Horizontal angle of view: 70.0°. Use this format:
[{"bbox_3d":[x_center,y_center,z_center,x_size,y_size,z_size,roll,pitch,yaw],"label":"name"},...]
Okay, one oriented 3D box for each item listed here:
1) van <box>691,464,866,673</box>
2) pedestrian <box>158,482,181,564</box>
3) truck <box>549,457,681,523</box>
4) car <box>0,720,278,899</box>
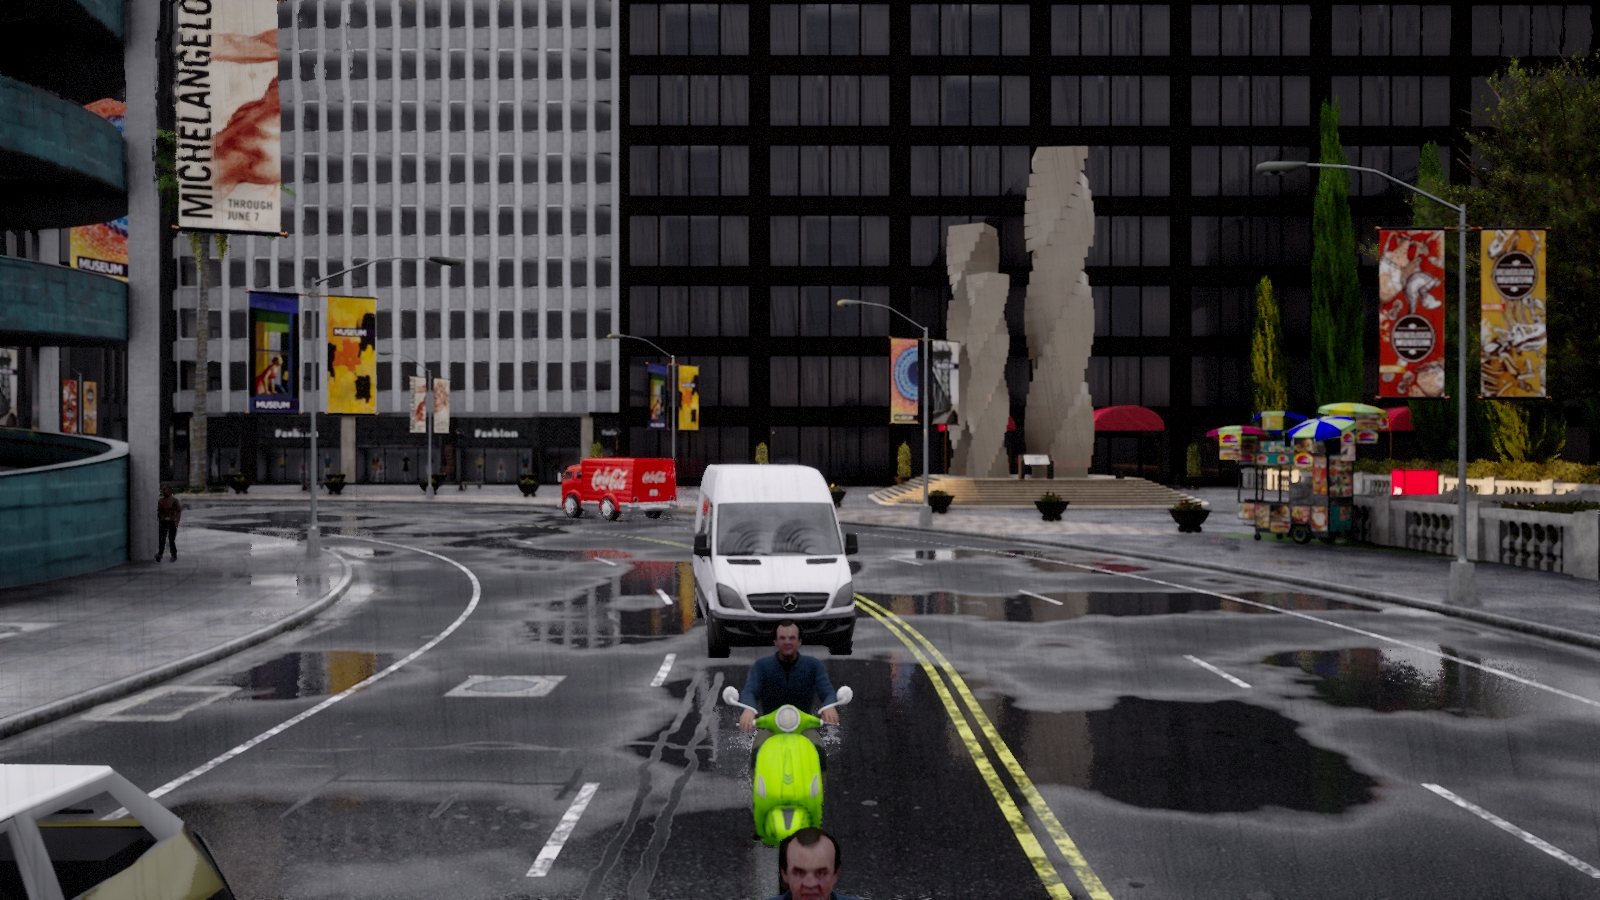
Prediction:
[{"bbox_3d":[-0.545,1.529,17.477,1.988,2.561,5.915,0,0,-8],"label":"van"},{"bbox_3d":[-14.589,1.688,26.438,0.375,1.860,0.375,0,0,-9],"label":"pedestrian"},{"bbox_3d":[-7.540,1.553,46.316,5.204,2.467,2.627,0,0,43],"label":"truck"},{"bbox_3d":[-3.526,2.063,3.686,1.970,1.475,3.806,0,0,0],"label":"car"}]
